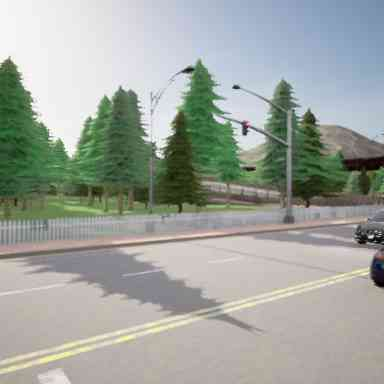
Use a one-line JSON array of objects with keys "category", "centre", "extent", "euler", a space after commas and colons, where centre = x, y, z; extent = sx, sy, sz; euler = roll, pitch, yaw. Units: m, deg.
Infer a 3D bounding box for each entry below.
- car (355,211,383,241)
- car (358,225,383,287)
[{"category": "car", "centre": [9.193, 1.579, 14.845], "extent": [4.892, 1.490, 1.837], "euler": [0, 0, -35]}, {"category": "car", "centre": [6.236, 1.609, 8.196], "extent": [4.181, 1.385, 1.994], "euler": [0, 0, -35]}]
